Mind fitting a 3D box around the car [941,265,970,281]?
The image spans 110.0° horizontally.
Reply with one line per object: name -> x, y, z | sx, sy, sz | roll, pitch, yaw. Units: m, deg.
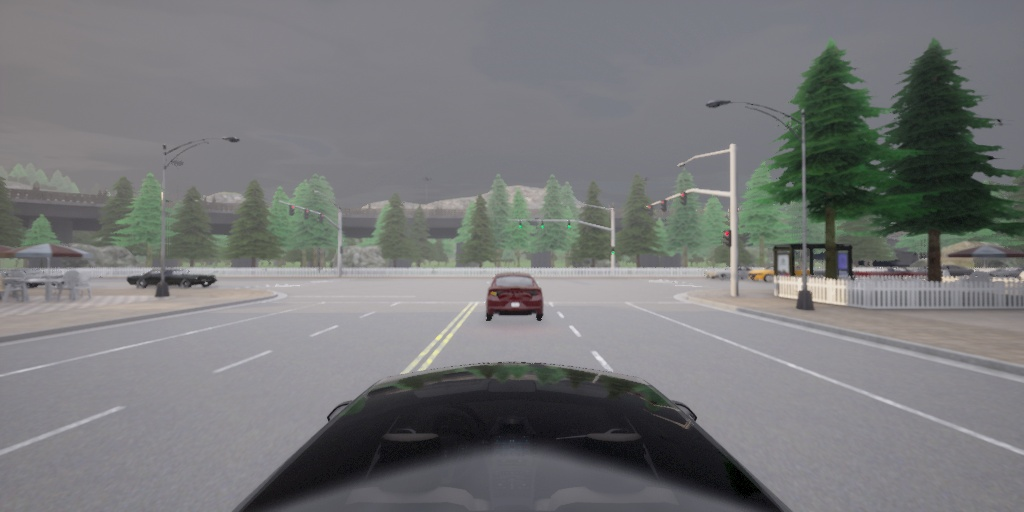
car -> 40.780, 1.581, 34.360 | 4.892, 1.490, 1.837 | 0, -1, 9

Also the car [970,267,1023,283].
car -> 42.835, 1.595, 30.450 | 4.181, 1.385, 1.994 | 0, -1, 14

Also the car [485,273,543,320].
car -> 0.021, 1.364, 13.413 | 1.882, 1.535, 5.008 | 0, -1, -2

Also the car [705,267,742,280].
car -> 21.687, 1.686, 35.206 | 4.718, 1.301, 1.895 | 0, -1, 0

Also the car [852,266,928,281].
car -> 32.946, 1.644, 31.543 | 4.718, 1.301, 1.895 | 0, -1, 2

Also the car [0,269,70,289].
car -> -33.399, 1.559, 24.535 | 4.718, 1.301, 1.895 | 0, -1, -1

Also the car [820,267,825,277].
car -> 30.856, 1.685, 35.106 | 4.718, 1.301, 1.895 | 0, -1, 2

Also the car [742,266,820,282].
car -> 23.642, 1.522, 31.686 | 5.008, 1.535, 1.882 | 0, -1, 0

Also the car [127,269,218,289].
car -> -23.159, 1.560, 24.585 | 4.718, 1.301, 1.895 | 0, -1, 0
